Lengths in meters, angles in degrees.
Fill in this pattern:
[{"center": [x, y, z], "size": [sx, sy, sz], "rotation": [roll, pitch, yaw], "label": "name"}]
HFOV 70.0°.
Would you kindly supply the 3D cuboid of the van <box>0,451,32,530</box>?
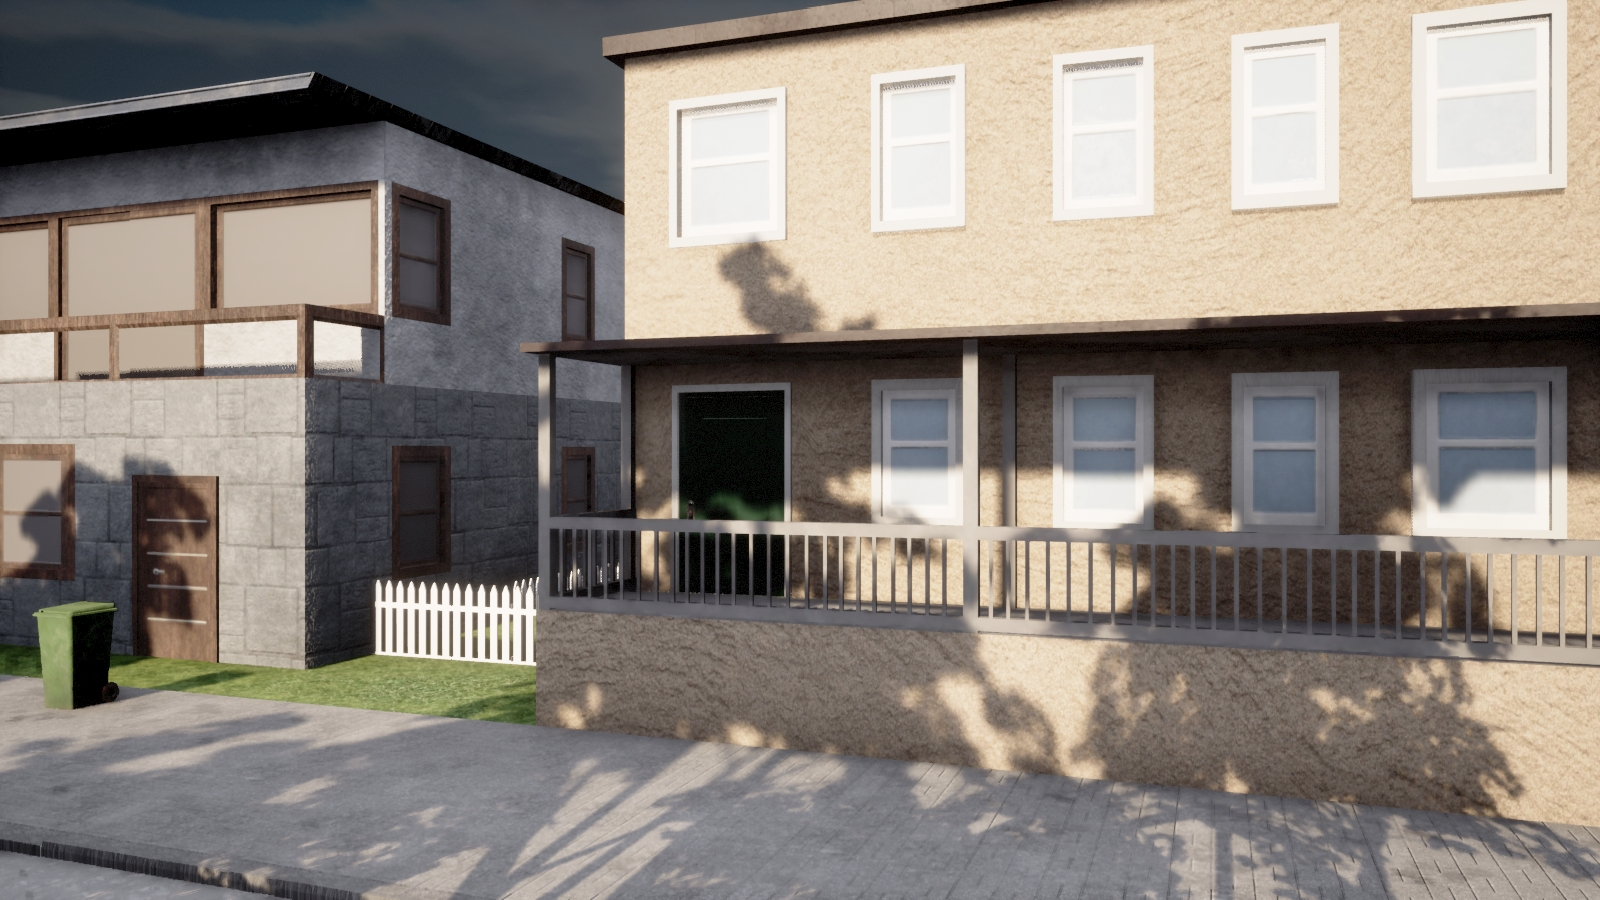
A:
[{"center": [-27.753, 1.329, 35.973], "size": [1.988, 2.561, 5.915], "rotation": [0, 0, 20], "label": "van"}]
